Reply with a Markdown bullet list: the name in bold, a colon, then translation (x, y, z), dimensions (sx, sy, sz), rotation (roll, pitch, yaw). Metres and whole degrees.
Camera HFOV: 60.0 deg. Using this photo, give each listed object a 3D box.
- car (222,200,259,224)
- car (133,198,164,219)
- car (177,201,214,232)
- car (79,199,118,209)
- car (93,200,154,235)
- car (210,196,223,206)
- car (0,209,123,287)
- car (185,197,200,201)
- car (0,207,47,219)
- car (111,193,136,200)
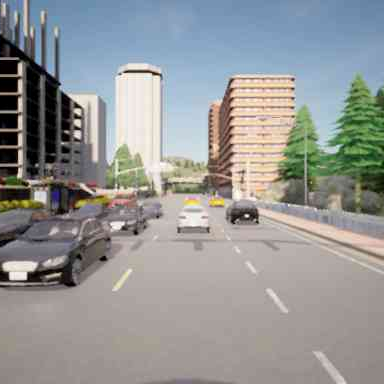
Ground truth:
- **car**: translation (3.586, 1.412, 24.258), dimensions (1.882, 1.535, 5.008), rotation (0, 0, 0)
- **car**: translation (-3.523, 1.473, 28.917), dimensions (2.033, 1.411, 5.357), rotation (0, 0, 0)
- **car**: translation (0.088, 1.474, 19.587), dimensions (1.812, 1.442, 4.674), rotation (0, 0, 0)
- **car**: translation (-7.064, 1.488, 24.016), dimensions (2.033, 1.411, 5.357), rotation (0, 0, 0)
- **car**: translation (-3.590, 1.445, 18.468), dimensions (2.128, 1.511, 4.902), rotation (0, 0, 0)
- **car**: translation (3.546, 1.350, 47.834), dimensions (1.882, 1.535, 5.008), rotation (0, 0, 0)
- **car**: translation (-3.600, 1.469, 9.336), dimensions (2.128, 1.511, 4.902), rotation (0, 0, 0)
- **car**: translation (0.035, 1.360, 44.582), dimensions (1.882, 1.535, 5.008), rotation (0, 0, 0)
- **car**: translation (-7.098, 1.444, 13.851), dimensions (1.882, 1.535, 5.008), rotation (0, 0, 0)
- **car**: translation (-7.024, 1.134, 34.503), dimensions (2.150, 2.045, 5.566), rotation (0, 0, 0)
